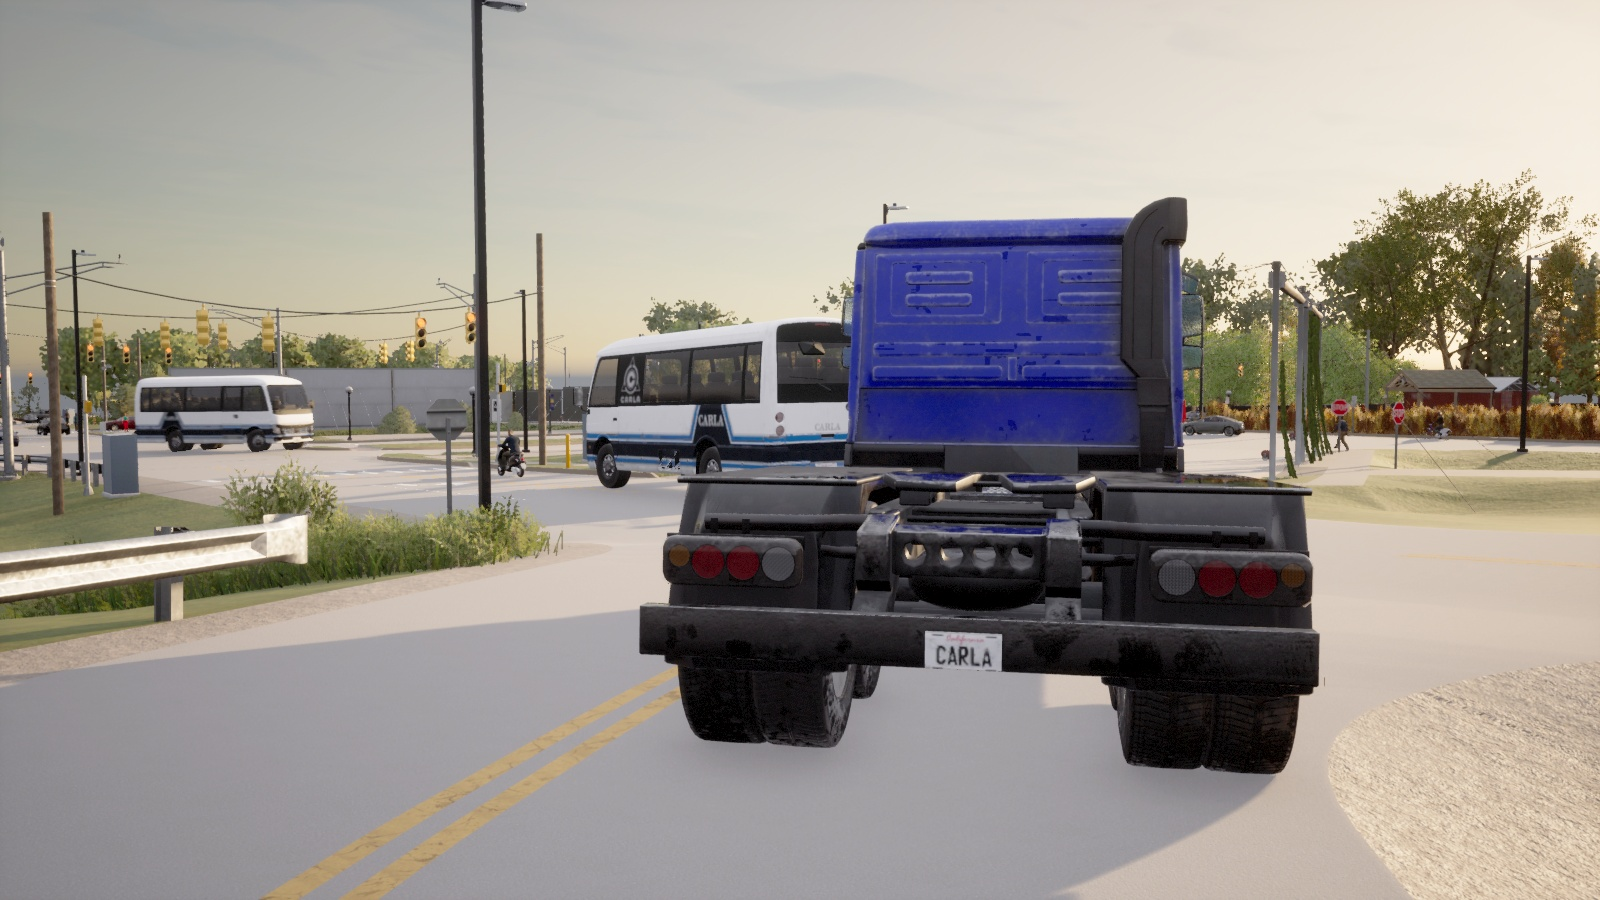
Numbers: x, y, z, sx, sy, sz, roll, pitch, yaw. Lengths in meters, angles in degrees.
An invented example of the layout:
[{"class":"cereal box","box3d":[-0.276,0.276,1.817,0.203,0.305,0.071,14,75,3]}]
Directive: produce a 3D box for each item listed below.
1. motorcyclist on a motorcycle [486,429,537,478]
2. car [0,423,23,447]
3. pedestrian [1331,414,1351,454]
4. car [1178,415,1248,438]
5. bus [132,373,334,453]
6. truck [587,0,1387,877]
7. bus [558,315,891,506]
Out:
[{"class":"motorcyclist on a motorcycle","box3d":[-9.696,0.094,42.163,0.866,1.590,1.817,-3,3,-41]},{"class":"car","box3d":[-52.969,-1.008,82.947,2.033,1.411,5.357,-3,3,-39]},{"class":"pedestrian","box3d":[27.271,-0.823,63.308,0.423,1.949,0.788,-2,4,-32]},{"class":"car","box3d":[28.309,-1.624,86.094,4.181,1.385,1.994,2,4,37]},{"class":"bus","box3d":[-31.821,-2.102,70.558,10.273,4.253,3.944,0,3,19]},{"class":"truck","box3d":[1.377,-0.288,8.546,2.891,3.462,7.936,1,1,11]},{"class":"bus","box3d":[-2.404,-1.042,33.243,3.944,4.253,10.273,-2,2,-35]}]
